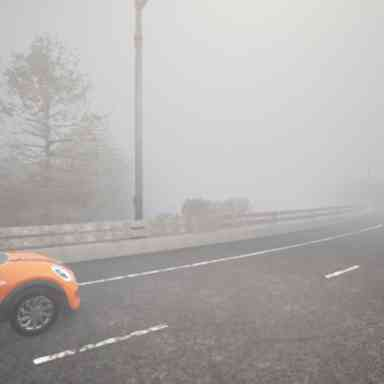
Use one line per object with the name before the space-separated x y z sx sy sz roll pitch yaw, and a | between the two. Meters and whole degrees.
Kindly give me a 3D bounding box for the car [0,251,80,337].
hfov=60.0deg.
car | -4.206 1.403 5.256 4.553 1.767 2.097 0 0 -36
